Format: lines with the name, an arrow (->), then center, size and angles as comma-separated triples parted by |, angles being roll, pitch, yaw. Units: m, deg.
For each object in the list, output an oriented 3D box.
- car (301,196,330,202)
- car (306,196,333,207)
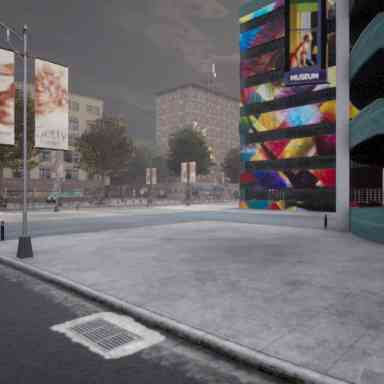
car -> 14.255, 1.320, 39.330 | 2.002, 1.452, 4.674 | 0, 0, 43
car -> 19.579, 1.413, 51.052 | 2.161, 1.482, 4.786 | 0, 0, 43
